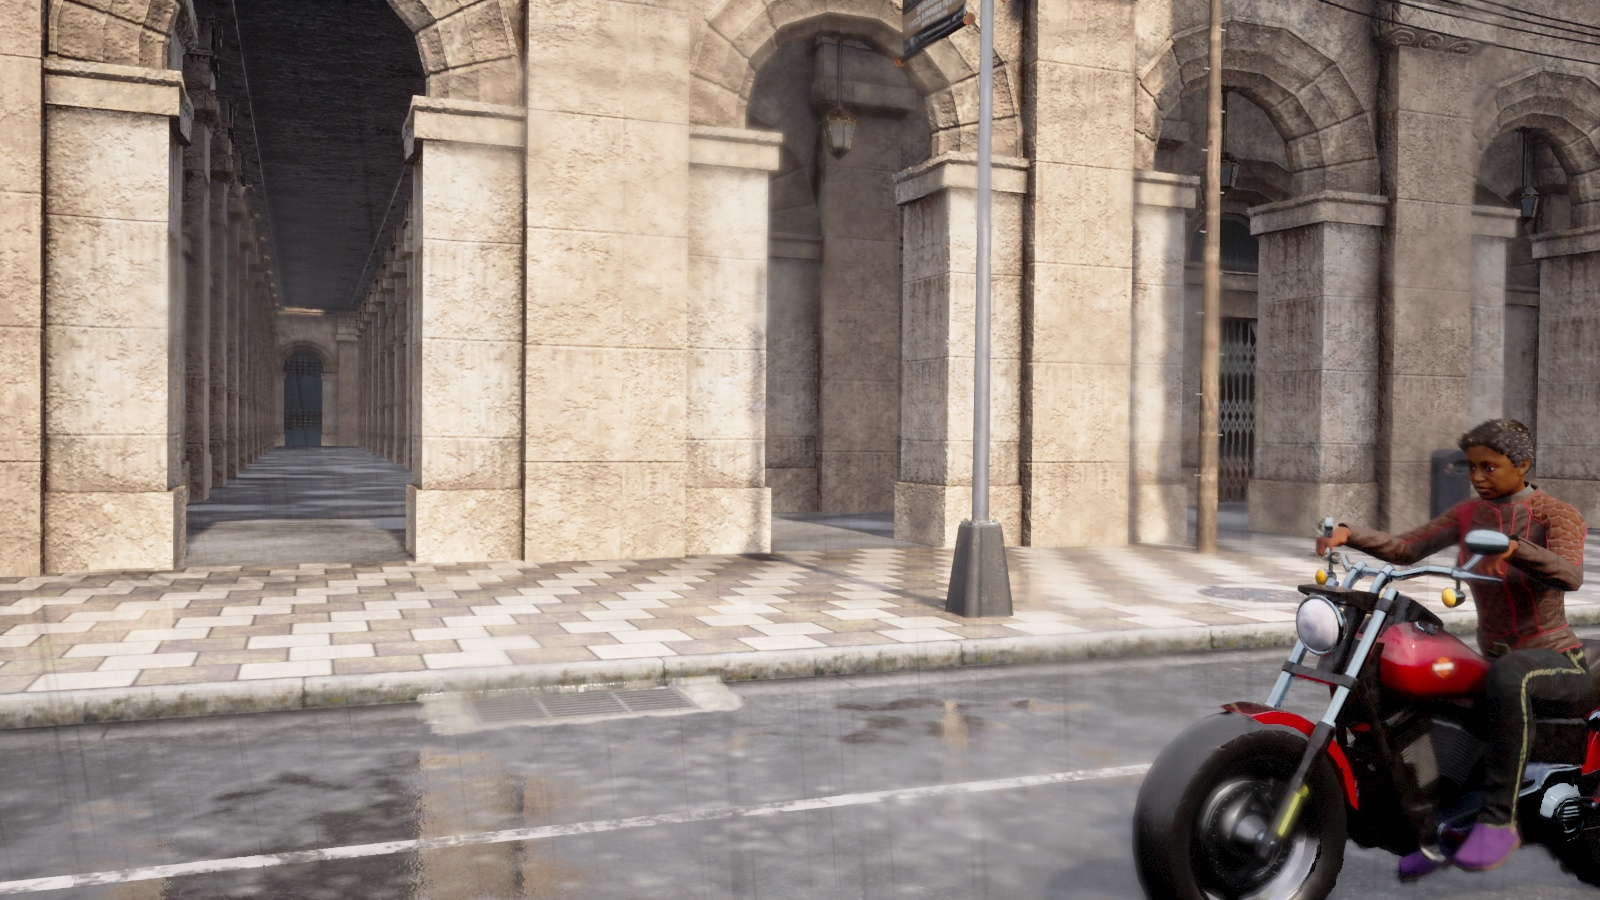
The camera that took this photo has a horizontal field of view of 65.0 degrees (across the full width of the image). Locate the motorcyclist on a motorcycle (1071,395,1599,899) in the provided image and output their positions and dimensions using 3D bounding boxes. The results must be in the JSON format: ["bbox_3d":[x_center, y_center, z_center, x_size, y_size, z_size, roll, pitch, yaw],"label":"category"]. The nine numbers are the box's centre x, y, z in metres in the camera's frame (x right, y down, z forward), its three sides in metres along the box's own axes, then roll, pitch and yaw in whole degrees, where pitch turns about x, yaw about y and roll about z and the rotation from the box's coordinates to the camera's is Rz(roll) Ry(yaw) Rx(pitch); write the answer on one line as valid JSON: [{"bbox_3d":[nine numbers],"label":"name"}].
[{"bbox_3d":[2.107,0.660,4.062,2.350,1.649,0.766,-1,1,-21],"label":"motorcyclist on a motorcycle"}]
